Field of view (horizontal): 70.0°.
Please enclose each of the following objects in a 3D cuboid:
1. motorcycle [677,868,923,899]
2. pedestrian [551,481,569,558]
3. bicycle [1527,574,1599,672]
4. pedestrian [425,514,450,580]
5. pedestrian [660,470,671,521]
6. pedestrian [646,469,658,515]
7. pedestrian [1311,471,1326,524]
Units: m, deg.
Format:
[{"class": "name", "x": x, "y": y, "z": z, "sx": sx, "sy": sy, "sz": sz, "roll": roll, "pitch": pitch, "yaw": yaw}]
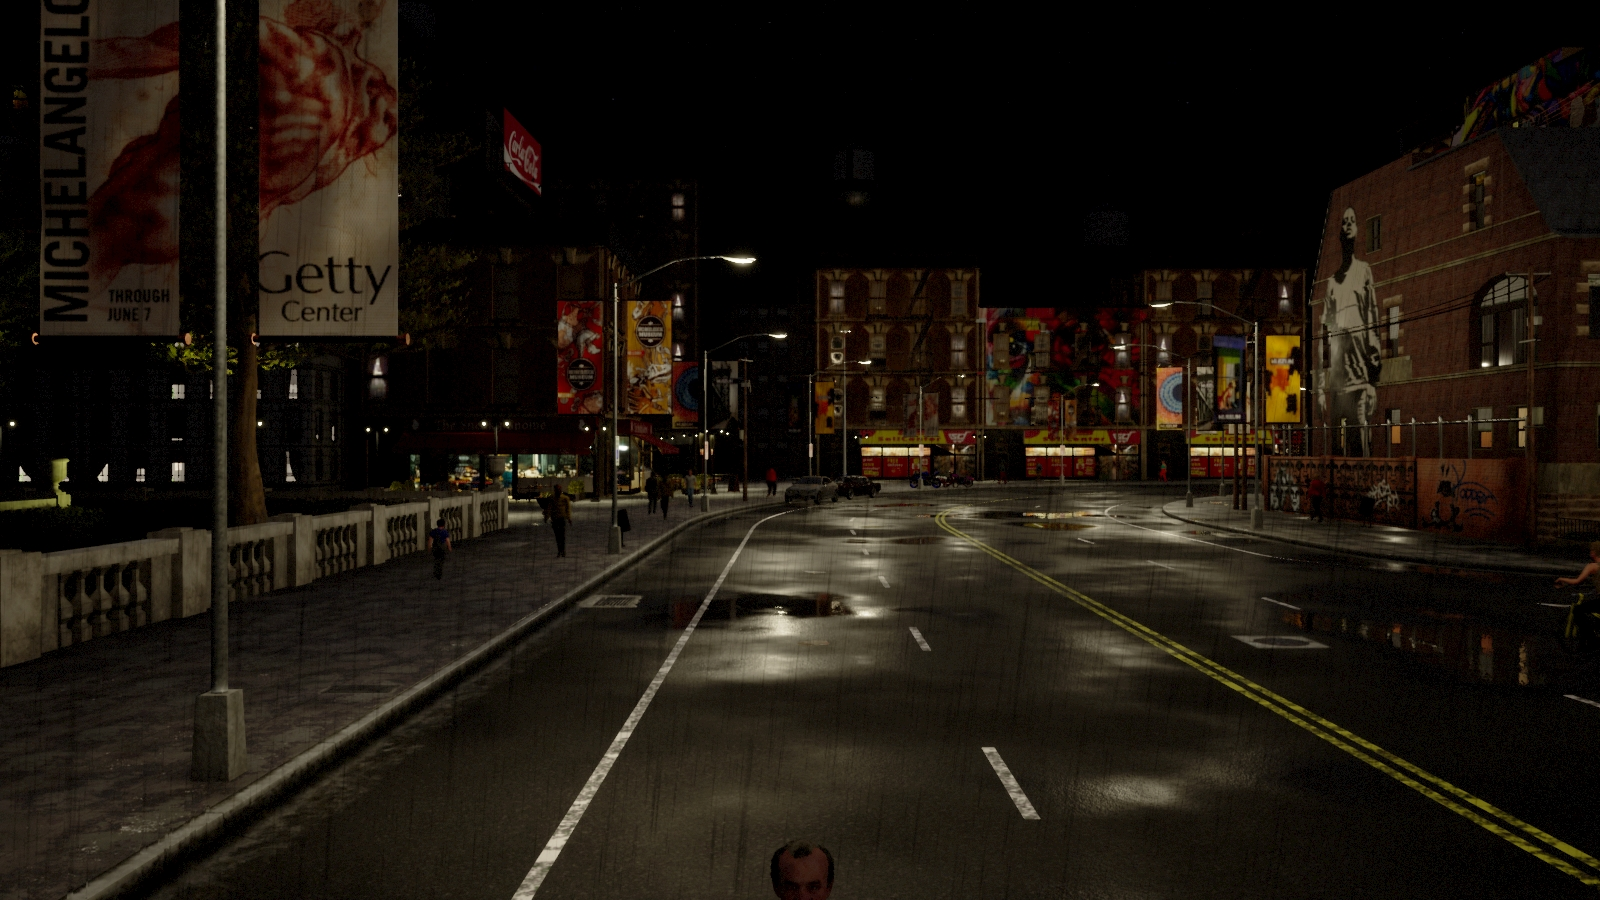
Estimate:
[{"class": "motorcycle", "x": -0.002, "y": 2.182, "z": 3.374, "sx": 0.856, "sy": 1.236, "sz": 1.805, "roll": 0, "pitch": 0, "yaw": 0}, {"class": "pedestrian", "x": -5.861, "y": 1.696, "z": 27.907, "sx": 0.375, "sy": 1.860, "sz": 0.375, "roll": 0, "pitch": 0, "yaw": -5}, {"class": "bicycle", "x": 10.508, "y": 2.256, "z": 15.105, "sx": 0.859, "sy": 1.080, "sz": 1.487, "roll": 0, "pitch": 0, "yaw": 0}, {"class": "pedestrian", "x": -7.405, "y": 1.978, "z": 23.340, "sx": 0.375, "sy": 1.300, "sz": 0.375, "roll": 0, "pitch": 0, "yaw": 5}, {"class": "pedestrian", "x": -5.014, "y": 1.696, "z": 42.573, "sx": 0.375, "sy": 1.860, "sz": 0.375, "roll": 0, "pitch": 0, "yaw": 1}, {"class": "pedestrian", "x": -6.011, "y": 1.696, "z": 46.356, "sx": 0.375, "sy": 1.860, "sz": 0.375, "roll": 0, "pitch": 0, "yaw": 11}, {"class": "pedestrian", "x": 18.584, "y": 1.696, "z": 40.945, "sx": 0.375, "sy": 1.860, "sz": 0.375, "roll": 0, "pitch": 0, "yaw": 1}]
